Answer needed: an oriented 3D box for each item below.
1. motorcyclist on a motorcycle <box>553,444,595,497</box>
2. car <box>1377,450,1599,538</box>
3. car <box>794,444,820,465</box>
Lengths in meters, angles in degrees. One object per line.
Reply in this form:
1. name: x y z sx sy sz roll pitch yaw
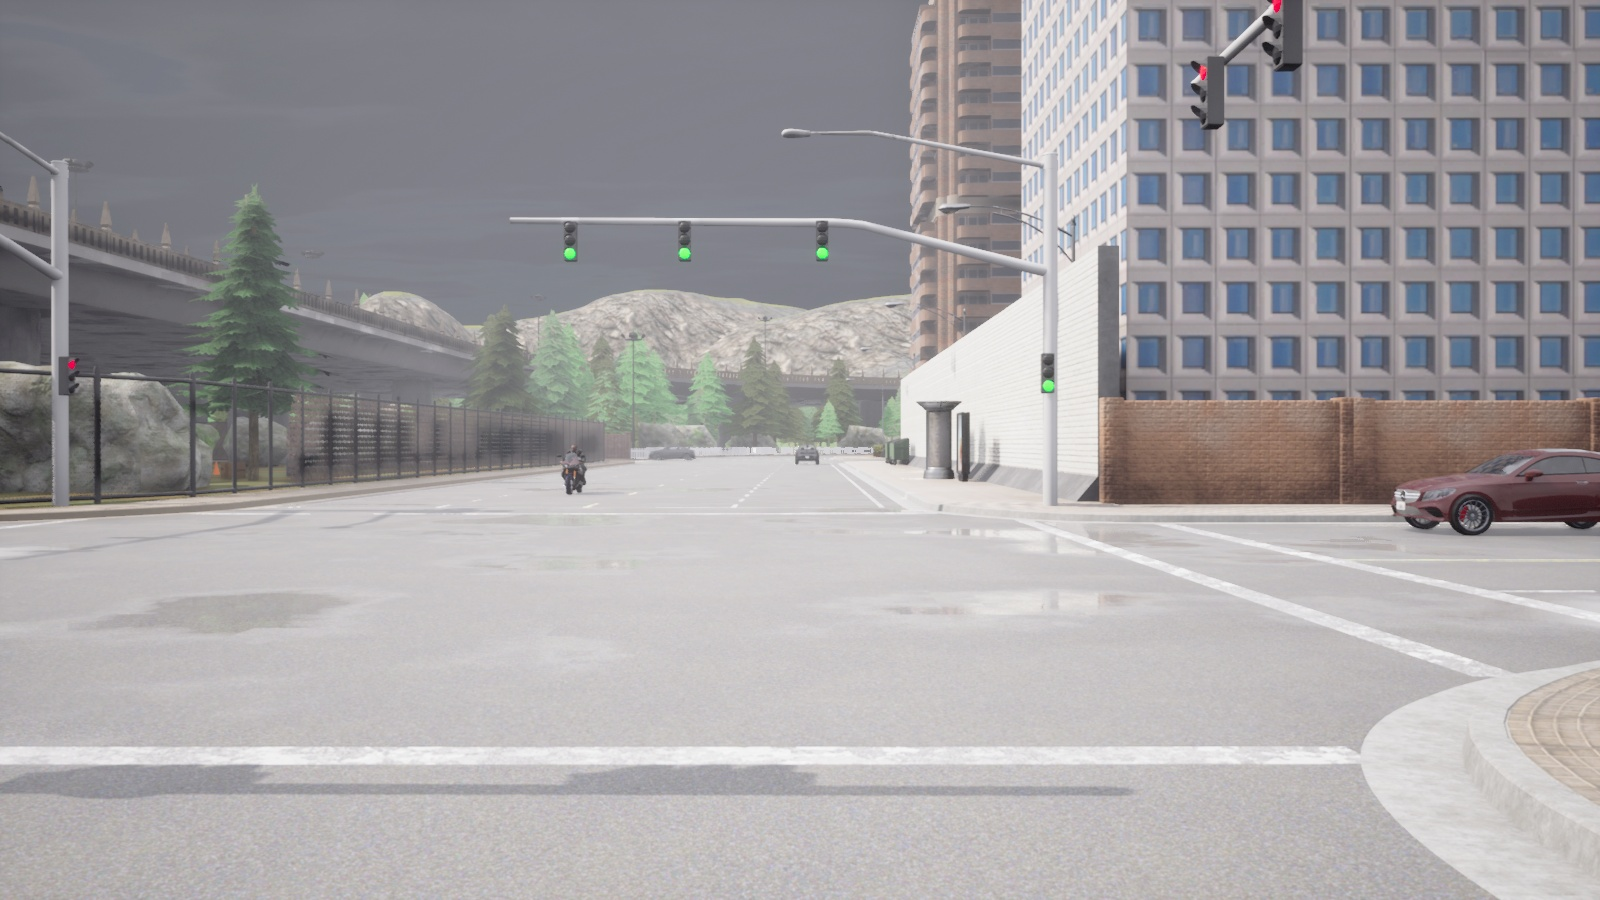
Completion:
1. motorcyclist on a motorcycle: -6.775 0.596 37.739 0.866 1.530 2.191 0 0 0
2. car: 12.787 0.734 21.835 4.674 1.442 1.812 0 0 0
3. car: 0.523 0.326 91.113 1.816 1.474 4.193 0 0 0
